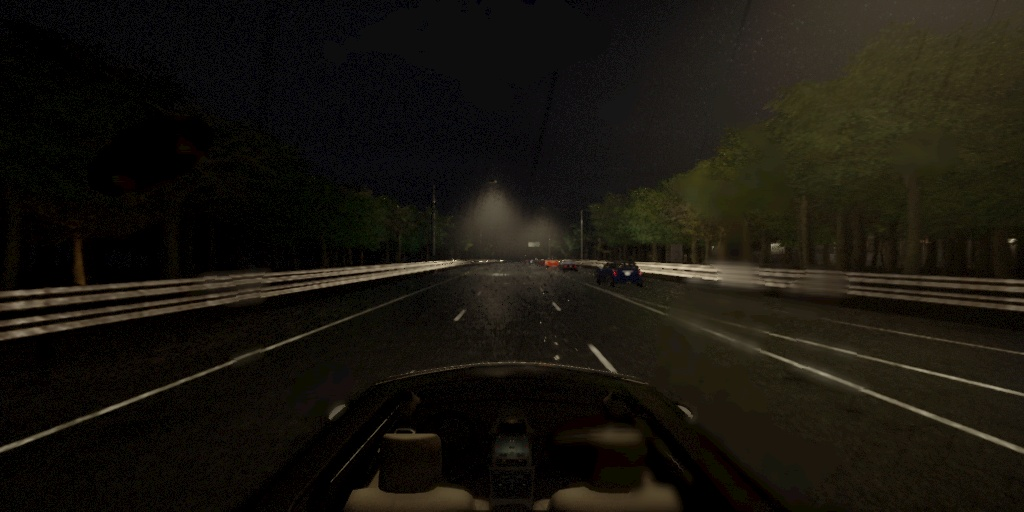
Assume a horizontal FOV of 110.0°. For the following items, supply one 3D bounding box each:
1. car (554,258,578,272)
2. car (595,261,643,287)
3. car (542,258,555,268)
[{"bbox_3d":[7.019,1.290,45.258,2.033,1.411,5.357,0,0,0],"label":"car"},{"bbox_3d":[7.107,1.098,24.286,2.097,1.767,4.553,0,0,-2],"label":"car"},{"bbox_3d":[7.089,1.157,64.564,2.097,1.767,4.553,0,0,0],"label":"car"}]
